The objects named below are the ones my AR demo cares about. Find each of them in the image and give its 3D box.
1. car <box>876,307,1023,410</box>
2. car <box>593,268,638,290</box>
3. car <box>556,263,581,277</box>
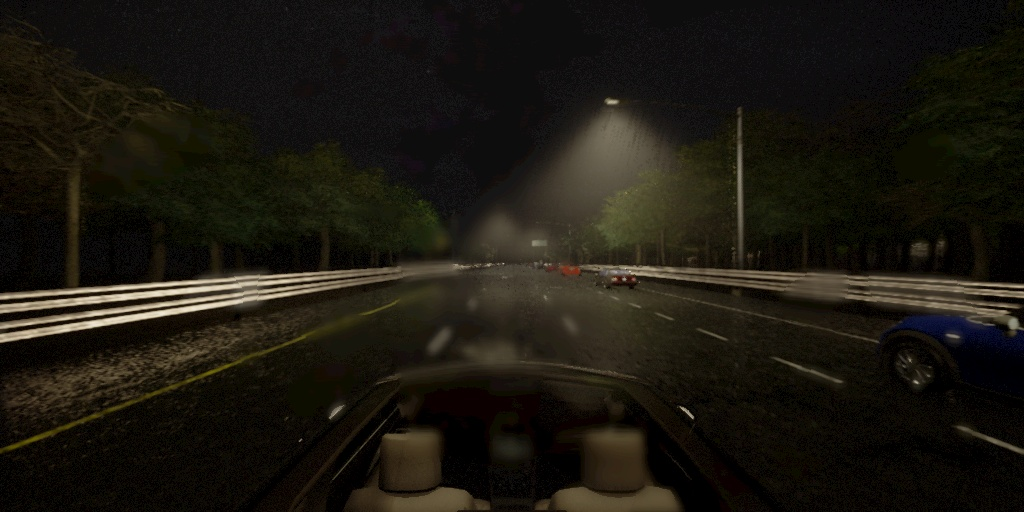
[{"bbox_3d":[7.000,1.118,3.938,2.097,1.767,4.553,0,0,0],"label":"car"},{"bbox_3d":[7.030,1.526,24.934,2.033,1.411,5.357,0,-1,0],"label":"car"},{"bbox_3d":[7.100,1.628,44.238,2.097,1.767,4.553,0,-1,0],"label":"car"}]
